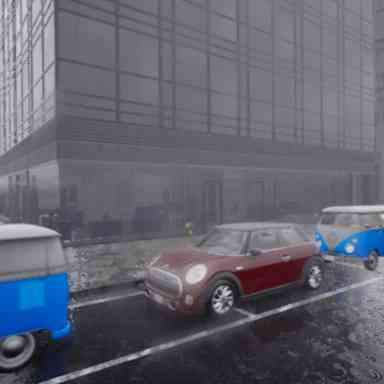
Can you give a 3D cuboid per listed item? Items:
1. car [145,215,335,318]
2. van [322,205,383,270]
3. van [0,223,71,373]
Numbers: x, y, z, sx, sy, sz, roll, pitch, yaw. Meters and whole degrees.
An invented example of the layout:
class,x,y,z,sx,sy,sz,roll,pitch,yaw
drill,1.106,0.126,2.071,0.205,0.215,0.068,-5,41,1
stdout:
class,x,y,z,sx,sy,sz,roll,pitch,yaw
car,1.008,1.429,7.289,4.097,1.590,1.967,0,0,-36
van,5.572,1.317,10.575,3.998,1.788,1.690,0,0,-36
van,-3.559,1.342,4.003,3.998,1.788,1.690,0,-1,-36
